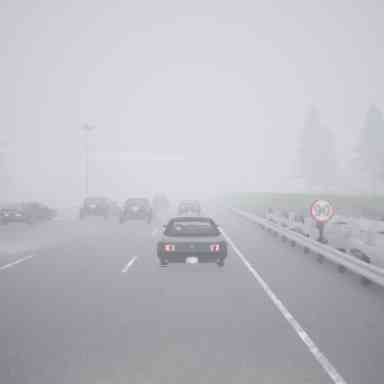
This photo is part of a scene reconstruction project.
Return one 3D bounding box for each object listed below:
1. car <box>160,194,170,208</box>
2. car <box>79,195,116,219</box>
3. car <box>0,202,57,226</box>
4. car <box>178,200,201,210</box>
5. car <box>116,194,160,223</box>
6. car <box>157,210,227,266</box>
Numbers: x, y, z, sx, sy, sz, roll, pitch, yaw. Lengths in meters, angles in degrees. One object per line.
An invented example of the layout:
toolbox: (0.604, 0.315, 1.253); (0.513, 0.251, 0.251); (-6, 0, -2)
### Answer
car: (-3.849, 0.994, 41.720); (2.097, 1.767, 4.553); (0, 1, 0)
car: (-7.178, 1.118, 26.138); (2.097, 1.767, 4.553); (0, 0, -1)
car: (-10.630, 1.351, 21.616); (2.033, 1.411, 5.357); (0, 0, -1)
car: (-0.216, 1.336, 29.704); (1.895, 1.301, 4.718); (0, 0, -1)
car: (-3.647, 1.139, 23.326); (2.097, 1.767, 4.553); (0, 0, -1)
car: (-0.015, 1.486, 11.015); (1.895, 1.301, 4.718); (0, 0, -1)
